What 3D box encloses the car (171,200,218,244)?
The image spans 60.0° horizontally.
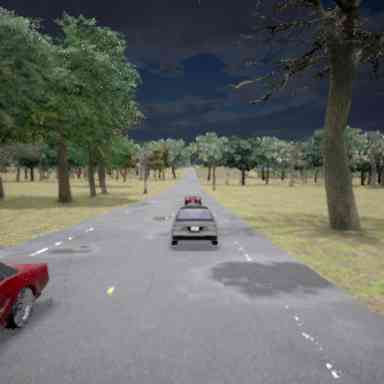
[{"bbox_3d":[0.100,1.296,14.314,2.033,1.411,5.357,0,1,0],"label":"car"}]

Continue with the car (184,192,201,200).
[{"bbox_3d":[0.105,0.687,38.516,1.895,1.301,4.718,0,2,0],"label":"car"}]

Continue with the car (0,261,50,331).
[{"bbox_3d":[-3.580,1.540,3.952,1.895,1.301,4.718,0,1,0],"label":"car"}]
